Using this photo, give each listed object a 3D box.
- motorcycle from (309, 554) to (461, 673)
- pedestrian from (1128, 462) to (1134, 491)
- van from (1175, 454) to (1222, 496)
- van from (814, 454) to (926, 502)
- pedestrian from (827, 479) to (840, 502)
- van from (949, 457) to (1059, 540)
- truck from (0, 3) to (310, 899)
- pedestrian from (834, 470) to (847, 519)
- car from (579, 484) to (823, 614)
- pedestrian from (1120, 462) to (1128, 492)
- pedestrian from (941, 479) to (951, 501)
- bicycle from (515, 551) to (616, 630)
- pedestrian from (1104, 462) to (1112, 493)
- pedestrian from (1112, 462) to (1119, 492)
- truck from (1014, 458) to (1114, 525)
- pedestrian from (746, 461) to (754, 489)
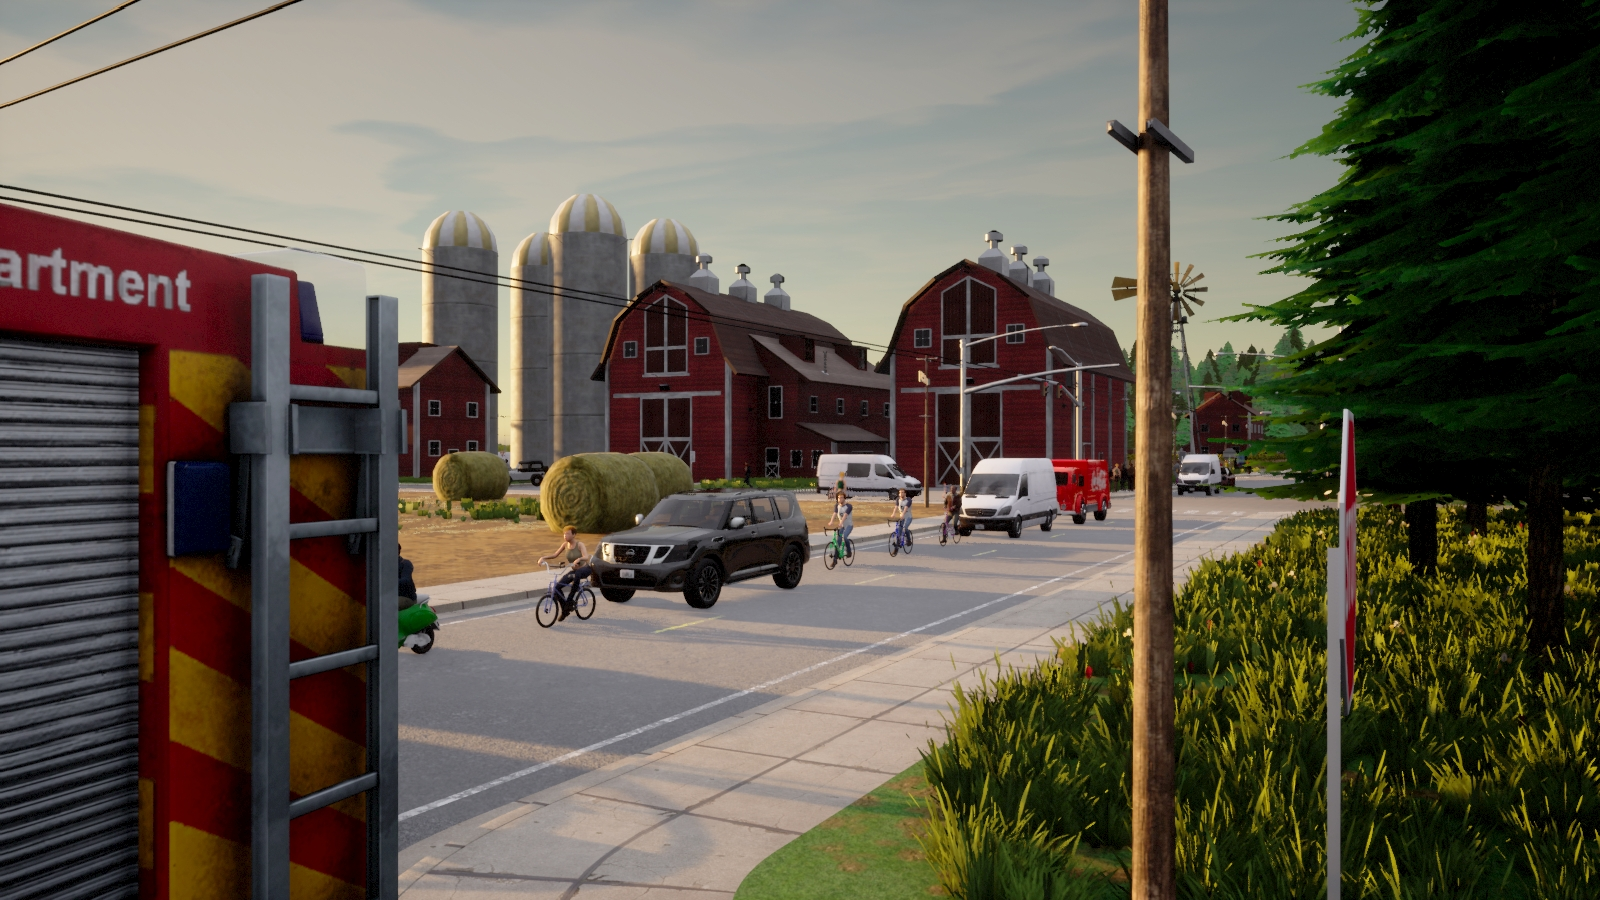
[{"bbox_3d":[-5.537,2.142,15.341,0.856,1.316,1.805,0,0,28],"label":"motorcycle"},{"bbox_3d":[21.450,1.694,73.998,0.375,1.860,0.375,0,0,22],"label":"pedestrian"},{"bbox_3d":[25.698,1.534,73.537,1.988,2.561,5.915,0,0,28],"label":"van"},{"bbox_3d":[3.884,1.502,63.562,5.915,2.561,1.988,0,0,27],"label":"van"},{"bbox_3d":[1.694,2.054,57.992,0.500,1.100,0.500,0,0,23],"label":"pedestrian"},{"bbox_3d":[7.076,1.534,38.965,1.988,2.561,5.915,0,0,28],"label":"van"},{"bbox_3d":[-6.020,0.867,3.736,8.468,3.827,2.891,0,0,20],"label":"truck"},{"bbox_3d":[1.542,1.679,43.368,0.375,1.860,0.375,0,0,33],"label":"pedestrian"},{"bbox_3d":[-1.725,1.779,22.456,2.150,2.045,5.566,0,0,27],"label":"car"},{"bbox_3d":[20.542,1.695,72.458,0.375,1.860,0.375,0,0,35],"label":"pedestrian"},{"bbox_3d":[7.466,2.051,58.408,0.500,1.100,0.500,0,0,7],"label":"pedestrian"},{"bbox_3d":[-3.798,2.256,18.610,0.859,1.080,1.487,0,0,28],"label":"bicycle"},{"bbox_3d":[18.913,1.695,70.110,0.375,1.860,0.375,0,0,32],"label":"pedestrian"},{"bbox_3d":[19.610,1.696,70.947,0.375,1.860,0.375,0,0,24],"label":"pedestrian"},{"bbox_3d":[10.574,1.568,45.387,2.627,2.467,5.204,0,0,28],"label":"truck"},{"bbox_3d":[-3.330,1.669,75.786,0.375,1.860,0.375,0,0,26],"label":"pedestrian"}]
